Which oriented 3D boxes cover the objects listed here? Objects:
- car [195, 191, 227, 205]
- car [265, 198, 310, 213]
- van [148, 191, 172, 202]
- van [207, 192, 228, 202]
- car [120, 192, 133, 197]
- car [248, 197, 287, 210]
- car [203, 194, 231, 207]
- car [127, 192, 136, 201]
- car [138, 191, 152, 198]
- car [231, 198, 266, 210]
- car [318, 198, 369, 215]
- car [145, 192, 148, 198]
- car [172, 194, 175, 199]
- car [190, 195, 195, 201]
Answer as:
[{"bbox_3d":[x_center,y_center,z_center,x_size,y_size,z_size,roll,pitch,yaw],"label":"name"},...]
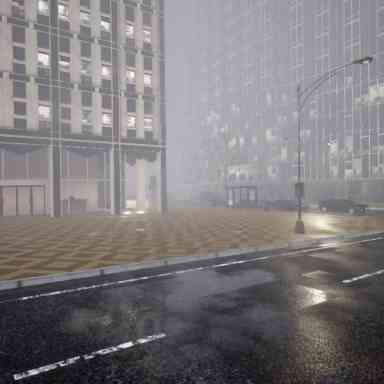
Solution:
[{"bbox_3d":[3.254,0.887,49.897,2.150,2.045,5.566,-1,1,-35],"label":"car"},{"bbox_3d":[10.270,1.424,34.860,1.947,1.339,4.313,0,1,-34],"label":"car"},{"bbox_3d":[-5.689,0.937,58.371,1.690,1.788,3.998,0,1,-34],"label":"van"},{"bbox_3d":[4.436,0.855,58.419,1.690,1.788,3.998,0,1,-34],"label":"van"},{"bbox_3d":[-18.056,0.688,91.238,2.008,1.369,4.403,0,1,-34],"label":"car"},{"bbox_3d":[9.269,1.363,41.118,1.895,1.301,4.718,-1,1,-34],"label":"car"},{"bbox_3d":[3.906,1.319,44.281,1.947,1.339,4.313,0,1,-34],"label":"car"},{"bbox_3d":[-12.116,1.039,67.750,2.008,1.369,4.403,0,1,-34],"label":"car"},{"bbox_3d":[-11.630,0.686,81.861,1.967,1.590,4.097,0,1,-34],"label":"car"},{"bbox_3d":[7.071,1.388,39.561,1.802,1.307,4.206,0,1,-34],"label":"car"},{"bbox_3d":[14.877,1.358,32.913,1.837,1.490,4.892,-1,1,-34],"label":"car"},{"bbox_3d":[-8.417,0.615,77.171,2.192,1.841,5.009,0,1,-34],"label":"car"},{"bbox_3d":[-5.203,0.936,72.487,1.802,1.307,4.206,0,1,-34],"label":"car"},{"bbox_3d":[1.224,1.043,63.110,1.802,1.307,4.206,0,1,-34],"label":"car"}]
